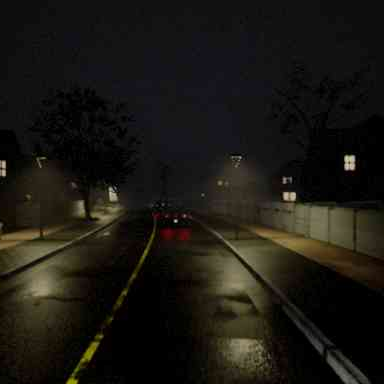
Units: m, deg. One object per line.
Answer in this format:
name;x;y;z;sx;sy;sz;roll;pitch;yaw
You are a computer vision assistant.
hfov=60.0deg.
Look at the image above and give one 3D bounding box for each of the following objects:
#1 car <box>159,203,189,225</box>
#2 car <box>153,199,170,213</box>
car;-1.351;1.736;25.224;1.895;1.301;4.718;0;-1;-6
car;-3.916;1.705;43.338;2.097;1.767;4.553;0;-1;-10
